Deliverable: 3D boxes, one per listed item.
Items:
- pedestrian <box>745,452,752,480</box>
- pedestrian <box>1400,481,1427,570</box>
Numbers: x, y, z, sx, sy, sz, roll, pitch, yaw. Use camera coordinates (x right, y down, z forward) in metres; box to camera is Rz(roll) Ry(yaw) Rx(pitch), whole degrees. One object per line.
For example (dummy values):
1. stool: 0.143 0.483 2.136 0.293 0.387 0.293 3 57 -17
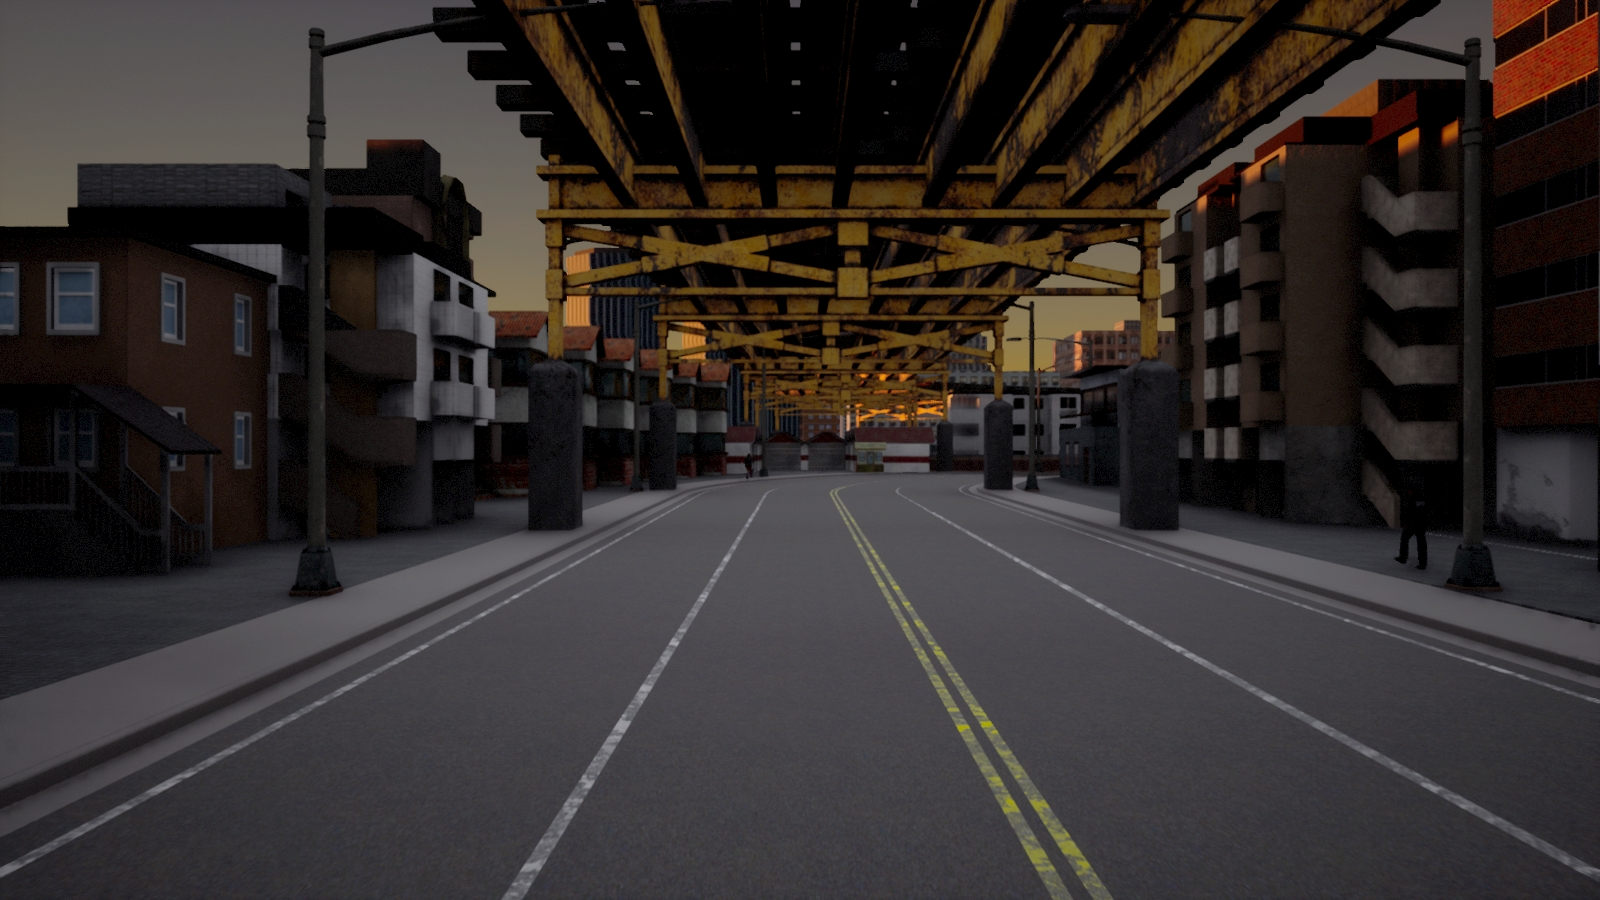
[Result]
1. pedestrian: -3.504 1.079 77.513 0.375 1.860 0.375 0 0 23
2. pedestrian: 13.115 1.605 24.430 0.375 1.860 0.375 0 0 -6
